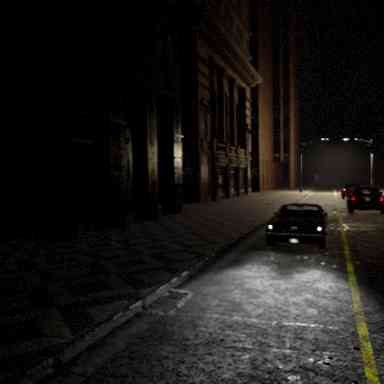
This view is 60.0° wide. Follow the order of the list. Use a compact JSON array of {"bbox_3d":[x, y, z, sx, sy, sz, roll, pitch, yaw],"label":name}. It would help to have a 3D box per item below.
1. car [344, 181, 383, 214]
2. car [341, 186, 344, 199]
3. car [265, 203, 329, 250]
[{"bbox_3d":[11.469,0.390,22.085,2.097,1.767,4.553,0,2,23],"label":"car"},{"bbox_3d":[17.547,-0.224,36.459,2.097,1.767,4.553,0,2,23],"label":"car"},{"bbox_3d":[3.984,1.103,12.233,1.895,1.301,4.718,0,2,23],"label":"car"}]
